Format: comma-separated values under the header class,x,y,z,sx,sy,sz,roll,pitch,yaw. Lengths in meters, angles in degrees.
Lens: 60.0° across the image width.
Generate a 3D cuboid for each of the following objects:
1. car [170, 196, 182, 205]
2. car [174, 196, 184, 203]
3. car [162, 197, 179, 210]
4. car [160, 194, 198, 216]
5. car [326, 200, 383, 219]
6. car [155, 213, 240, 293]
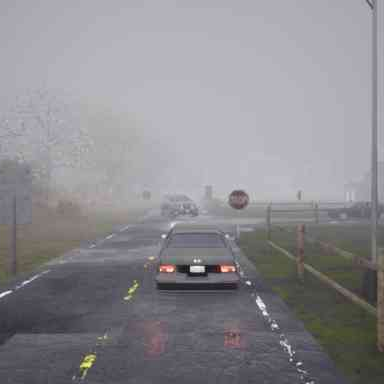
class,x,y,z,sx,sy,sz,roll,pitch,yaw
car,-2.800,1.455,58.593,1.837,1.490,4.892,0,0,0
car,-2.741,1.517,70.633,1.895,1.301,4.718,0,0,0
car,-2.834,1.452,44.183,1.882,1.535,5.008,0,1,0
car,-1.320,1.215,29.630,2.150,2.045,5.566,-1,0,-20
car,13.196,1.422,26.312,5.008,1.535,1.882,0,0,0
car,0.101,1.547,8.990,2.033,1.411,5.357,0,0,0
